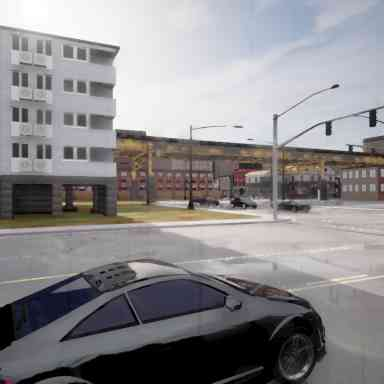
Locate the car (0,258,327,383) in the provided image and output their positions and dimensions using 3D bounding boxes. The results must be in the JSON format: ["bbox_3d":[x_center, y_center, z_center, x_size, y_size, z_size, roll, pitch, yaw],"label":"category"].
[{"bbox_3d":[-0.346,1.564,4.078,4.181,1.385,1.994,0,0,-30],"label":"car"}]

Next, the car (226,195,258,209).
[{"bbox_3d":[7.052,1.505,45.763,1.837,1.490,4.892,0,0,-25],"label":"car"}]

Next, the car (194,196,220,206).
[{"bbox_3d":[2.705,1.547,55.301,2.033,1.411,5.357,0,0,-21],"label":"car"}]

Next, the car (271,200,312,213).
[{"bbox_3d":[11.070,1.601,37.291,1.895,1.301,4.718,0,0,-26],"label":"car"}]

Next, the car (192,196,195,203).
[{"bbox_3d":[0.742,1.547,65.788,2.033,1.411,5.357,0,0,3],"label":"car"}]
